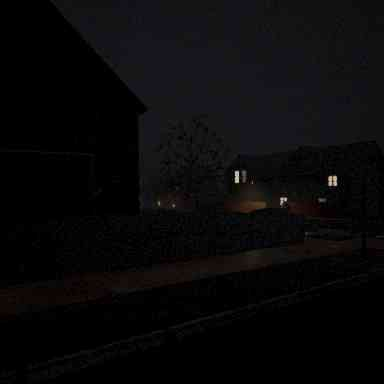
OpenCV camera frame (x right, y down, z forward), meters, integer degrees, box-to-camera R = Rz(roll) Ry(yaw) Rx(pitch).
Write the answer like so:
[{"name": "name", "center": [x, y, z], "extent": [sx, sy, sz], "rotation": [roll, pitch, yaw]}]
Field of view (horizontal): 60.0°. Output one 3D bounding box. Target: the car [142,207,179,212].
[{"name": "car", "center": [-3.309, 2.349, 37.247], "extent": [1.895, 1.301, 4.718], "rotation": [-1, -1, -35]}]

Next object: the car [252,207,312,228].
[{"name": "car", "center": [6.192, 1.865, 23.912], "extent": [1.837, 1.490, 4.892], "rotation": [-1, -1, -36]}]

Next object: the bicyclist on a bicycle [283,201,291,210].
[{"name": "bicyclist on a bicycle", "center": [8.681, 1.667, 30.491], "extent": [1.656, 1.620, 0.582], "rotation": [-1, 0, -36]}]

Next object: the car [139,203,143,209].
[{"name": "car", "center": [-9.169, 2.393, 50.526], "extent": [2.097, 1.767, 4.553], "rotation": [-1, -1, -35]}]
